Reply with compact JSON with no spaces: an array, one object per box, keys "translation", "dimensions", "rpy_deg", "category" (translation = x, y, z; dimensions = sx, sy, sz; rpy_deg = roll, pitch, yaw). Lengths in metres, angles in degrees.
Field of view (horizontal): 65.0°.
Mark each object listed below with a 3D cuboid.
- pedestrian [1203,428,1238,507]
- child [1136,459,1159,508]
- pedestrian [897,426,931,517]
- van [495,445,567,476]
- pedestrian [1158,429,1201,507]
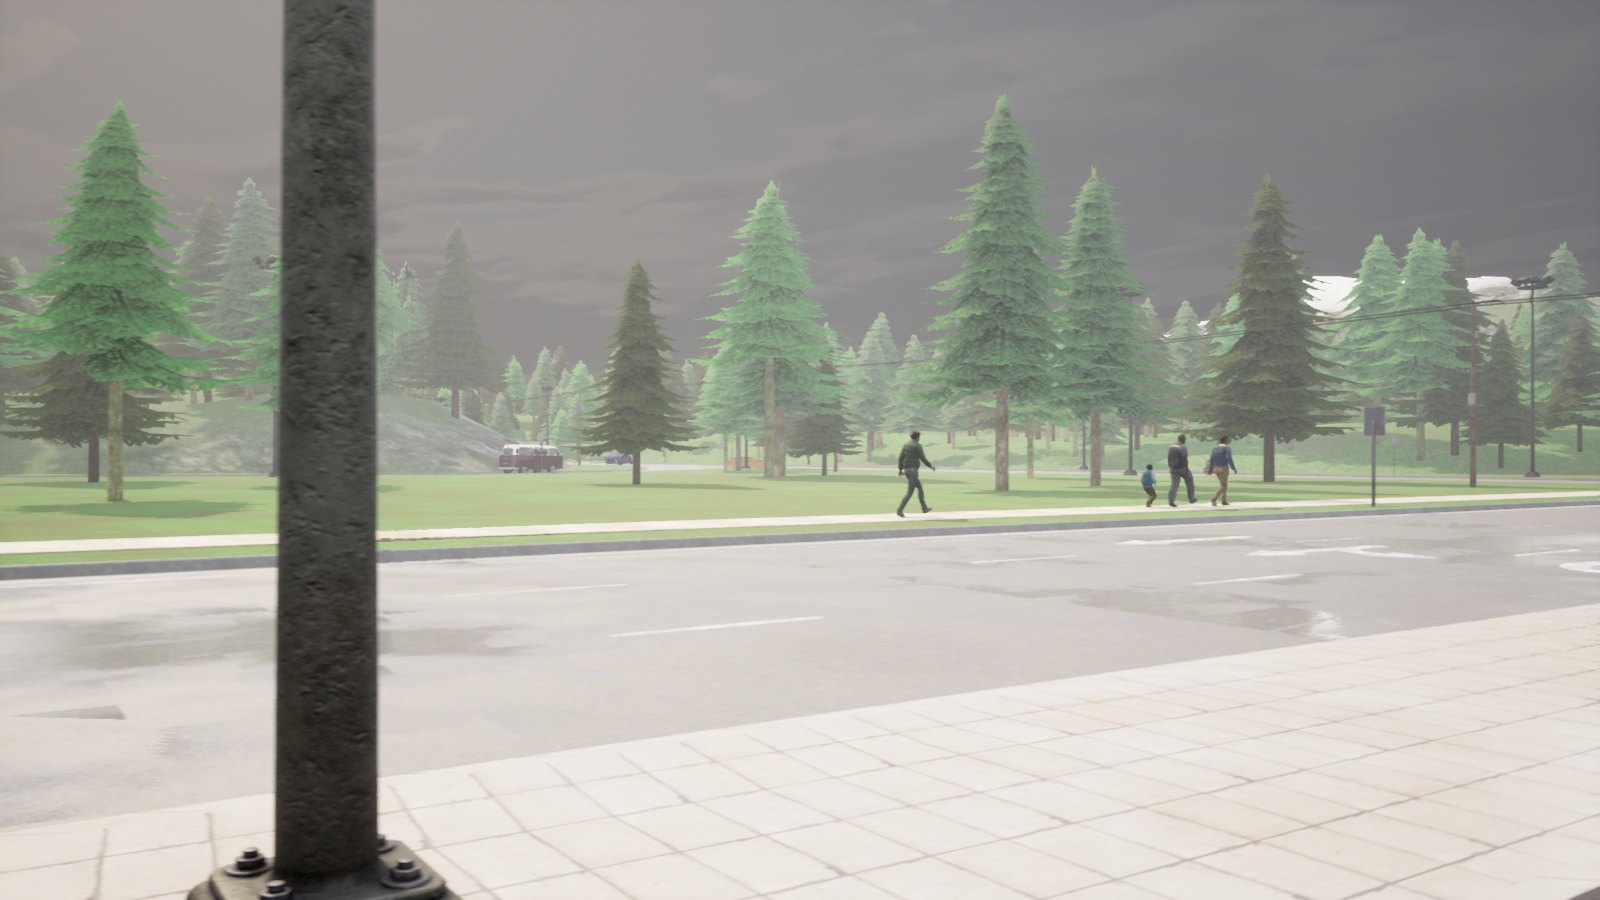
[{"translation":[10.544,0.438,31.481],"dimensions":[0.788,1.949,0.423],"rpy_deg":[0,0,-30],"category":"pedestrian"},{"translation":[8.498,0.821,30.724],"dimensions":[0.448,1.192,0.343],"rpy_deg":[0,0,-36],"category":"child"},{"translation":[2.342,0.442,25.833],"dimensions":[0.614,1.847,0.353],"rpy_deg":[0,0,-32],"category":"pedestrian"},{"translation":[-18.087,0.712,84.536],"dimensions":[2.069,2.038,4.480],"rpy_deg":[0,0,38],"category":"van"},{"translation":[9.292,0.439,30.741],"dimensions":[0.849,1.883,0.563],"rpy_deg":[0,0,-28],"category":"pedestrian"}]
